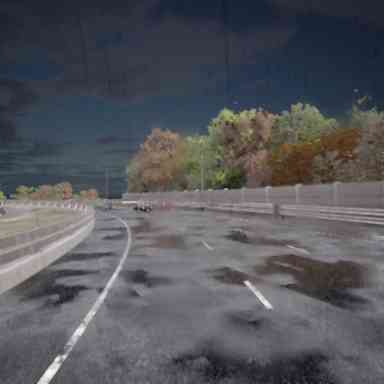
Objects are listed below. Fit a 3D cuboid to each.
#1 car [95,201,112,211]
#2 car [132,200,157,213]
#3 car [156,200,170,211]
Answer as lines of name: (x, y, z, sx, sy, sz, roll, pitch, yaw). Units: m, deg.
car: (-14.002, 2.210, 52.415, 2.128, 1.511, 4.902, 0, -1, -30)
car: (-6.878, 2.192, 46.419, 1.895, 1.301, 4.718, 0, -1, -25)
car: (-5.063, 1.975, 50.436, 2.097, 1.767, 4.553, 0, -1, -26)
